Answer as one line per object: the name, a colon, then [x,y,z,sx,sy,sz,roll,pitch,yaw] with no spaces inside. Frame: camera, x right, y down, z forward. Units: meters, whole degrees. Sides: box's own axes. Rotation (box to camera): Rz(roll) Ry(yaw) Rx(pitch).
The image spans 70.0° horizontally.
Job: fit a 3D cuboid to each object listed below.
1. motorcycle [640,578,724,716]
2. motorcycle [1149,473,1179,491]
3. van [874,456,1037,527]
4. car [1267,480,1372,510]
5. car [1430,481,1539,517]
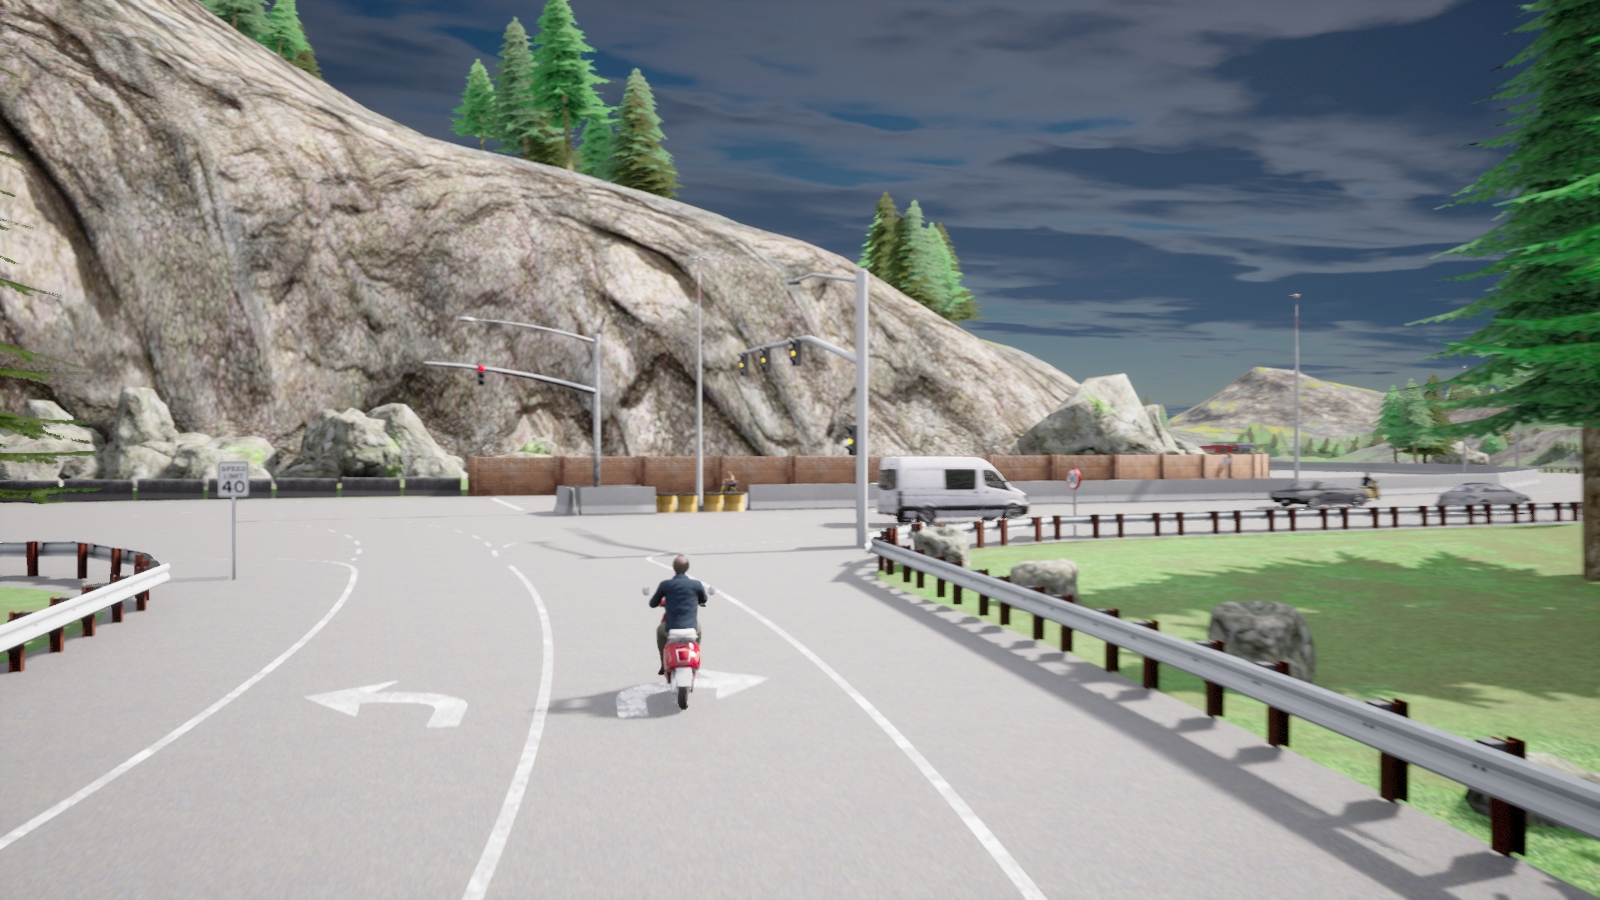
motorcycle: [-1.369,2.182,12.972,0.856,1.236,1.805,0,0,-9]
motorcycle: [24.587,2.163,77.208,1.805,1.236,0.856,0,-1,-26]
van: [5.958,1.529,43.707,5.915,2.561,1.988,0,0,-21]
car: [24.958,2.137,54.926,4.718,1.301,1.895,0,0,-23]
car: [29.545,2.098,49.290,4.181,1.385,1.994,0,0,-24]
